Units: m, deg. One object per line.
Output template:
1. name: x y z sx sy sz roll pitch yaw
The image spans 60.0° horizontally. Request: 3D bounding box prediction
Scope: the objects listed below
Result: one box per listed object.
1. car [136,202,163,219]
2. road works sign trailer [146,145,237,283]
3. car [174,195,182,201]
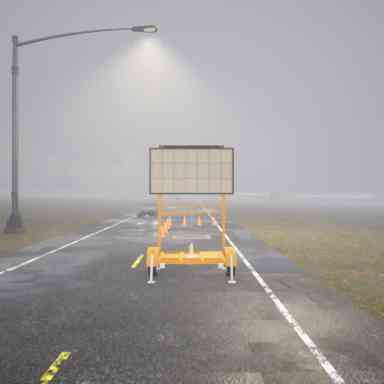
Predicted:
1. car: -3.627 1.550 29.423 2.033 1.411 5.357 0 0 0
2. road works sign trailer: -0.010 0.465 9.619 2.380 3.560 2.880 0 0 0
3. car: -3.580 1.482 84.891 1.882 1.535 5.008 0 0 0
